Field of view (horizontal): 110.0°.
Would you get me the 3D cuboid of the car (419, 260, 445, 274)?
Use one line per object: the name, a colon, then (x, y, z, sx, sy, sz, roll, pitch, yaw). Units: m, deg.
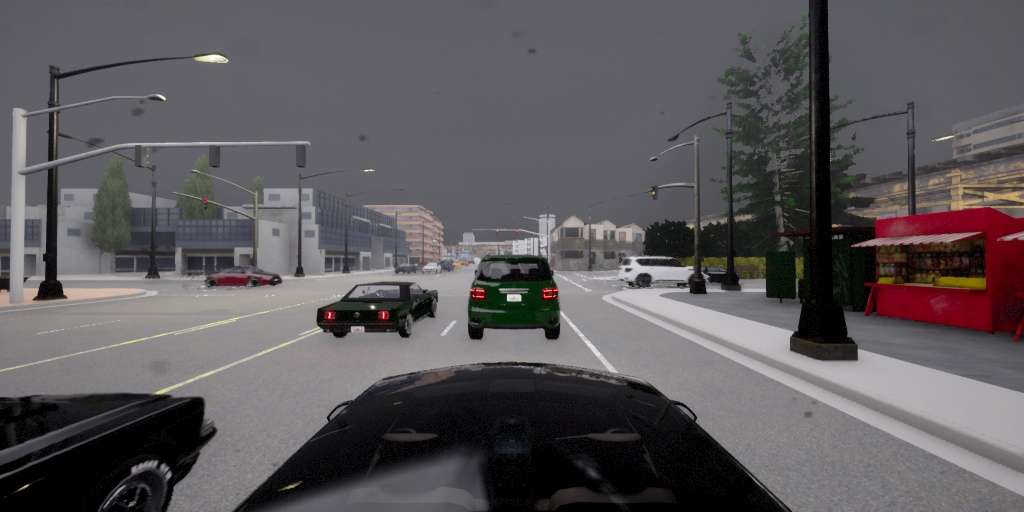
car: (-10.629, 1.644, 47.886, 1.812, 1.442, 4.674, 0, 0, 0)

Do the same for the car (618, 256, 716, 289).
car: (9.808, 1.054, 23.467, 5.566, 2.045, 2.150, 0, -1, 0)

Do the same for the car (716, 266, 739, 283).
car: (14.746, 1.449, 27.128, 4.181, 1.385, 1.994, 0, -1, 0)

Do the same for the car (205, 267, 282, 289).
car: (-17.872, 1.425, 23.992, 4.181, 1.385, 1.994, 0, -1, -4)

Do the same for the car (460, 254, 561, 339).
car: (0.060, 0.986, 10.241, 2.150, 2.045, 5.566, 0, 0, 0)

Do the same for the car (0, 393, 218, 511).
car: (-3.402, 1.351, 0.829, 1.895, 1.301, 4.718, 0, 0, 0)

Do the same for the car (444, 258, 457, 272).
car: (-10.618, 1.527, 56.914, 2.097, 1.767, 4.553, 0, 0, 0)

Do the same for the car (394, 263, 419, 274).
car: (-14.139, 1.671, 48.259, 2.033, 1.411, 5.357, 0, -1, 0)

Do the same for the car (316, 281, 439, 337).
car: (-3.437, 1.368, 10.257, 1.895, 1.301, 4.718, 0, 0, 0)
